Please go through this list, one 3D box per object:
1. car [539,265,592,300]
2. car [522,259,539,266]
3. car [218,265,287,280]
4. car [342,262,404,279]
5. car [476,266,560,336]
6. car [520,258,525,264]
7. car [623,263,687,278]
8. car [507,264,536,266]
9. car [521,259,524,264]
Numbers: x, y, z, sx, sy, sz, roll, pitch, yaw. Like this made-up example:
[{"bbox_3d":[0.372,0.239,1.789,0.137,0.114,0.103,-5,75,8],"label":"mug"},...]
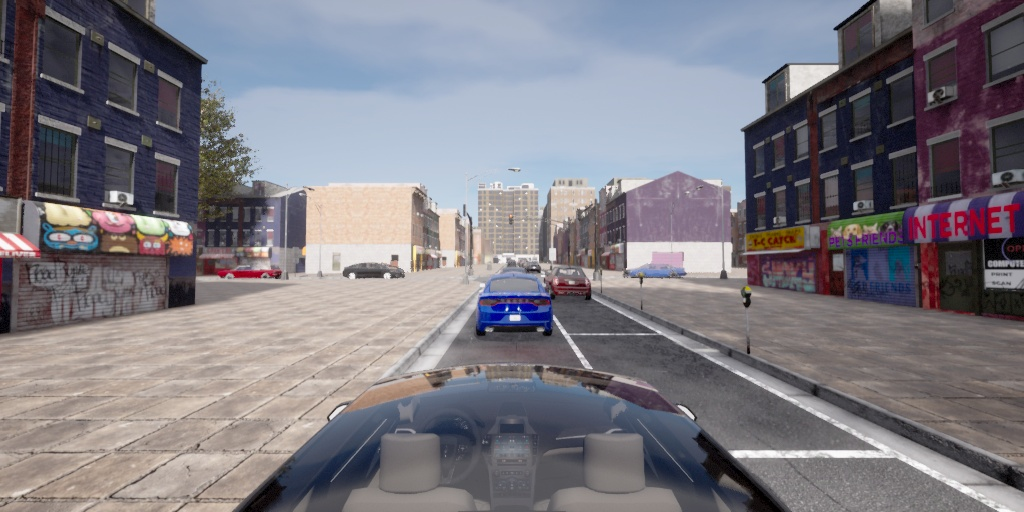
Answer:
[{"bbox_3d":[2.629,1.206,17.850,1.967,1.591,4.097,0,0,0],"label":"car"},{"bbox_3d":[2.618,1.419,44.594,1.948,1.339,4.313,0,0,0],"label":"car"},{"bbox_3d":[-21.517,1.436,29.948,4.718,1.301,1.895,-1,-2,0],"label":"car"},{"bbox_3d":[-11.518,1.270,29.904,4.892,1.490,1.837,0,-2,2],"label":"car"},{"bbox_3d":[0.036,1.233,10.486,1.882,1.535,5.008,0,0,-1],"label":"car"},{"bbox_3d":[2.614,1.447,55.636,1.751,1.417,4.829,0,0,0],"label":"car"},{"bbox_3d":[12.959,1.363,32.697,5.357,1.411,2.033,0,-2,0],"label":"car"},{"bbox_3d":[0.092,1.292,18.049,1.812,1.442,4.674,0,0,0],"label":"car"},{"bbox_3d":[2.616,1.451,50.030,1.948,1.339,4.313,0,0,0],"label":"car"}]
